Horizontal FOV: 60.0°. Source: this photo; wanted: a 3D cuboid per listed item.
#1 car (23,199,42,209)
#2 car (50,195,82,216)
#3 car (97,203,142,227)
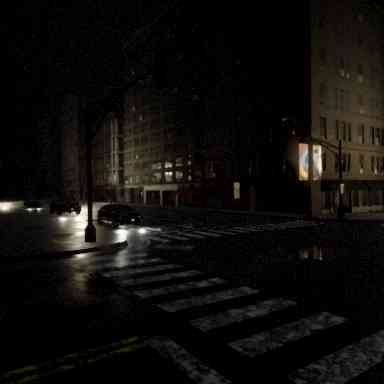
[{"bbox_3d":[-24.431,1.752,50.781,2.033,1.411,5.357,-1,0,-35],"label":"car"},{"bbox_3d":[-13.550,1.373,35.409,2.150,2.045,5.566,-1,0,-36],"label":"car"},{"bbox_3d":[-5.295,1.614,23.871,1.837,1.490,4.892,-1,0,-36],"label":"car"}]
